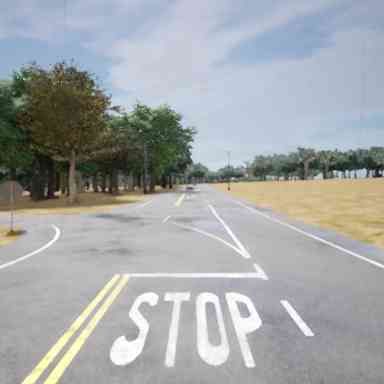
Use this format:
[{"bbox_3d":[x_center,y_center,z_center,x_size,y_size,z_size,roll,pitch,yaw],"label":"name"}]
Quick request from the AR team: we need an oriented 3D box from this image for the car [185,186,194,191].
[{"bbox_3d":[-0.614,-1.054,88.566,1.895,1.301,4.718,0,2,7],"label":"car"}]
